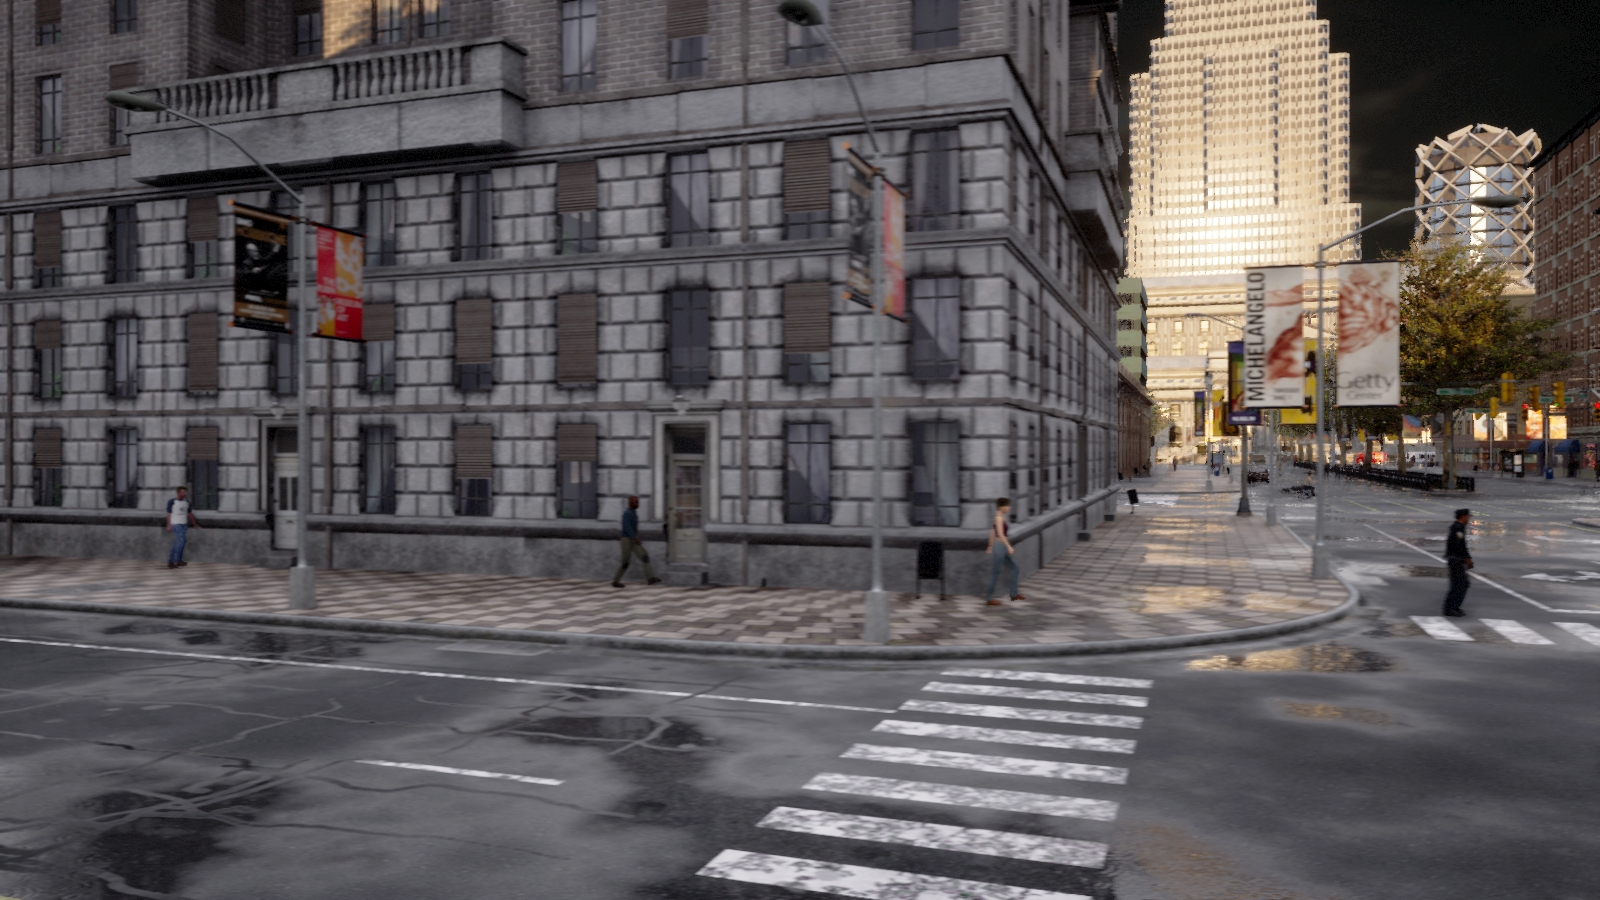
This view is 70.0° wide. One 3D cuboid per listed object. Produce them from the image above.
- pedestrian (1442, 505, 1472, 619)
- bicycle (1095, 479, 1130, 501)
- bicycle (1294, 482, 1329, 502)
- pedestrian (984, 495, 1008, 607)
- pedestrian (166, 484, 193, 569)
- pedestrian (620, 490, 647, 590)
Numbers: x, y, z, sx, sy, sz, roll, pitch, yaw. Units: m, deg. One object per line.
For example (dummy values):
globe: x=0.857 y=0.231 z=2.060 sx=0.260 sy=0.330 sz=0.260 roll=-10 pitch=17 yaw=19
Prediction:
pedestrian: x=10.930 y=1.850 z=19.016 sx=0.375 sy=1.860 sz=0.375 roll=0 pitch=0 yaw=20
bicycle: x=17.186 y=2.211 z=62.807 sx=1.835 sy=1.171 sz=0.329 roll=0 pitch=0 yaw=12
bicycle: x=27.501 y=2.258 z=61.409 sx=1.487 sy=1.080 sz=0.859 roll=0 pitch=0 yaw=3
pedestrian: x=3.307 y=1.696 z=19.290 sx=0.375 sy=1.860 sz=0.375 roll=0 pitch=0 yaw=12
pedestrian: x=-13.802 y=1.694 z=25.428 sx=0.375 sy=1.860 sz=0.375 roll=0 pitch=0 yaw=20
pedestrian: x=-3.147 y=1.695 z=21.607 sx=0.375 sy=1.860 sz=0.375 roll=0 pitch=0 yaw=21
